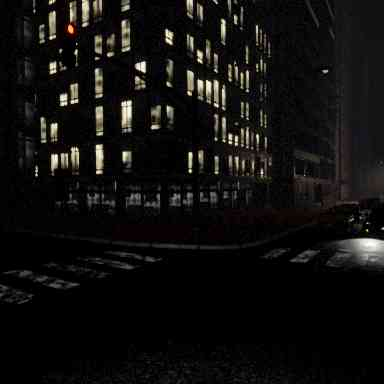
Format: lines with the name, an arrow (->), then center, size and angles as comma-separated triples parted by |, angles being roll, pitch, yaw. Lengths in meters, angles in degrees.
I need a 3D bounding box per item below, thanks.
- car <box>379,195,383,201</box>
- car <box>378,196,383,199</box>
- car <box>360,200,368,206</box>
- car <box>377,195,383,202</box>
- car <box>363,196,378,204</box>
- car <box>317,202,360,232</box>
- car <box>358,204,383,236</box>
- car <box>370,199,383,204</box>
car -> 47.665, 1.537, 82.907 | 1.802, 1.307, 4.206 | -1, -1, 32
car -> 20.521, 1.470, 33.998 | 2.128, 1.511, 4.902 | 0, 0, 32
car -> 11.909, 1.552, 25.237 | 1.947, 1.339, 4.313 | -1, -1, 32
car -> 44.685, 1.508, 78.101 | 2.008, 1.369, 4.403 | -1, -1, 32
car -> 20.848, 1.522, 39.654 | 1.887, 1.381, 4.507 | -1, -1, 32
car -> 8.840, 1.514, 20.287 | 1.752, 1.417, 4.829 | -1, -1, 32
car -> 10.161, 1.552, 17.462 | 1.994, 1.385, 4.181 | 0, 0, 32
car -> 15.125, 1.531, 25.413 | 2.033, 1.411, 5.357 | 0, 0, 32
